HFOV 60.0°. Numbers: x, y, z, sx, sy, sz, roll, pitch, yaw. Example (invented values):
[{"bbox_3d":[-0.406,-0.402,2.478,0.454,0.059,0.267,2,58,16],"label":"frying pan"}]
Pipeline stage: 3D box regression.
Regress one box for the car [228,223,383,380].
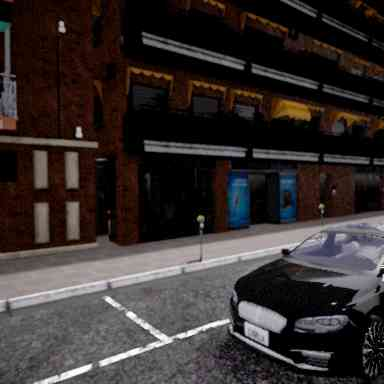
[{"bbox_3d":[2.741,1.318,5.330,4.902,1.511,2.128,-2,1,-35],"label":"car"}]
